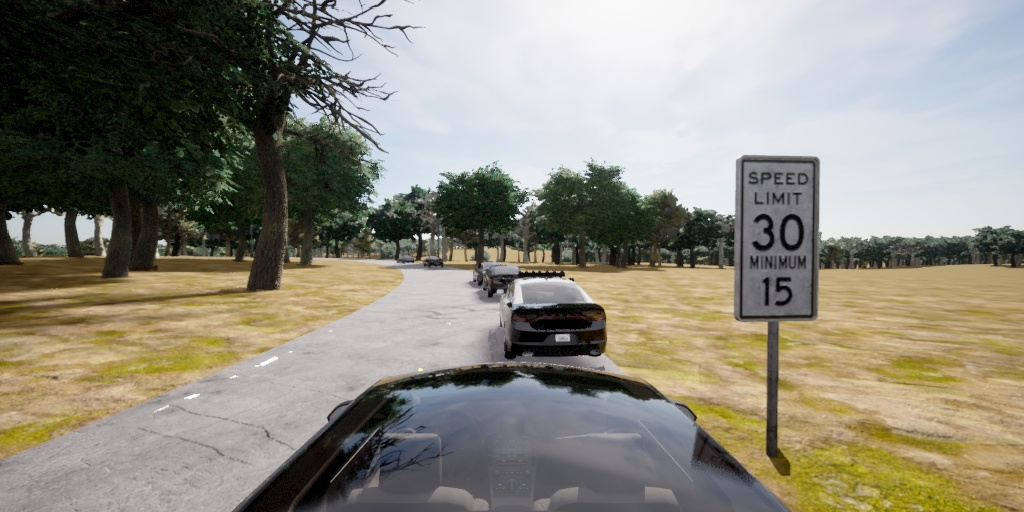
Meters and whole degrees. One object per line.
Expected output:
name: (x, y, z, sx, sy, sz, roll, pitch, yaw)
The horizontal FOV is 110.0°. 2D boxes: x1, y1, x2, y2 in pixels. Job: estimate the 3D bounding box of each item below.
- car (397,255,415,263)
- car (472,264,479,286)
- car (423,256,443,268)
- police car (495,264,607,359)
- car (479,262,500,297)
car: (-18.372, 0.542, 61.887, 1.994, 1.385, 4.181, -1, 1, -35)
car: (-1.590, 1.153, 24.672, 1.837, 1.490, 4.892, 0, 1, -12)
car: (-10.539, 0.724, 47.791, 1.882, 1.535, 5.008, 0, 1, -25)
police car: (0.683, 1.170, 8.606, 1.930, 1.638, 5.238, 0, 0, -4)
car: (-0.454, 1.182, 18.647, 1.882, 1.535, 5.008, 0, 1, -9)
